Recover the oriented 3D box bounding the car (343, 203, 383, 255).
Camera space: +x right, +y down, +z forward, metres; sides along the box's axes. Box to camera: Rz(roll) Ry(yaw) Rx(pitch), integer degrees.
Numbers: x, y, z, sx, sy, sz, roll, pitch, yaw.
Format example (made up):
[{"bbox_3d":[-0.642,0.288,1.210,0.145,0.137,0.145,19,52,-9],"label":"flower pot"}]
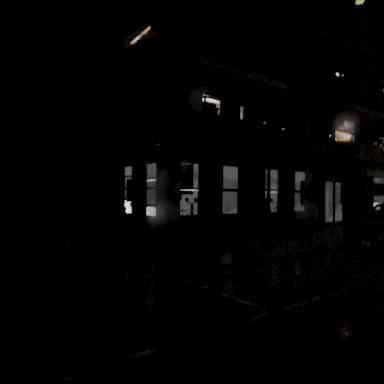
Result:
[{"bbox_3d":[7.528,1.296,11.945,5.009,1.841,2.192,0,1,-36],"label":"car"}]
